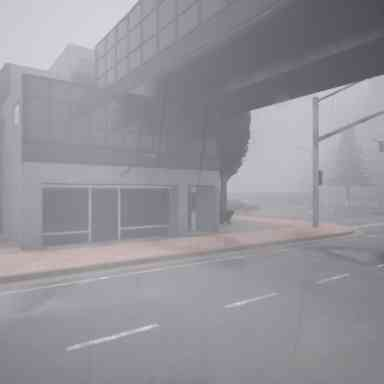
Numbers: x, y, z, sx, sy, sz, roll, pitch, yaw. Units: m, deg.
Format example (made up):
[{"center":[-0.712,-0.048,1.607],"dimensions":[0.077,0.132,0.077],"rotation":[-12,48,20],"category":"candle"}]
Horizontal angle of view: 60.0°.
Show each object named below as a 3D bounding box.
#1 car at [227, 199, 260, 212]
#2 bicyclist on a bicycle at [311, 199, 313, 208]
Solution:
[{"center":[5.674,1.515,38.042],"dimensions":[1.812,1.442,4.674],"rotation":[0,0,-36],"category":"car"},{"center":[15.797,1.286,42.775],"dimensions":[1.656,1.620,0.582],"rotation":[0,0,-36],"category":"bicyclist on a bicycle"}]
